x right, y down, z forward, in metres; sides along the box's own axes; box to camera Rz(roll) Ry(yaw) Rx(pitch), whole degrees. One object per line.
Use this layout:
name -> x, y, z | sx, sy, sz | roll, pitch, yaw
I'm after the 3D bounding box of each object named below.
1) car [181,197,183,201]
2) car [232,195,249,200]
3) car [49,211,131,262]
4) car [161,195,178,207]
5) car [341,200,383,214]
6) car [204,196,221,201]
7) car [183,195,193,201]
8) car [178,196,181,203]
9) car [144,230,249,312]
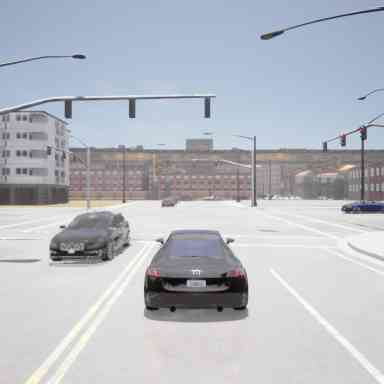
car -> -3.559, 1.500, 71.062 | 1.837, 1.490, 4.892 | 0, 0, 0
car -> 13.317, 1.524, 90.699 | 4.902, 1.511, 2.128 | 0, 0, -24
car -> -3.509, 1.506, 12.237 | 1.837, 1.490, 4.892 | 0, 0, 1
car -> -3.637, 1.526, 51.769 | 1.812, 1.442, 4.674 | 0, 0, 0
car -> 17.023, 1.434, 32.793 | 4.181, 1.385, 1.994 | -1, 0, 1
car -> 5.281, 1.595, 84.765 | 1.895, 1.301, 4.718 | 0, 0, 43
car -> -1.190, 1.500, 81.232 | 1.837, 1.490, 4.892 | 0, 0, 23
car -> -3.634, 1.491, 60.909 | 2.128, 1.511, 4.902 | 0, 0, 0
car -> 0.077, 1.564, 7.792 | 1.994, 1.385, 4.181 | 0, 0, 0
